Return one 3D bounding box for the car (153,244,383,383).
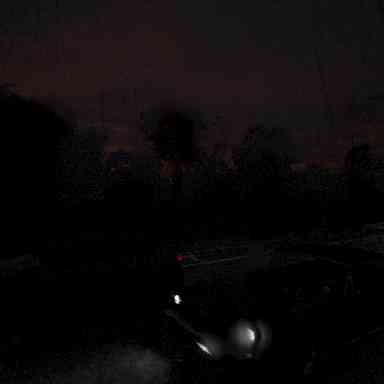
[{"bbox_3d":[1.955,1.612,5.367,4.718,1.301,1.895,0,0,-35],"label":"car"}]

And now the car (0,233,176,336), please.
[{"bbox_3d":[-2.204,1.569,6.703,4.181,1.385,1.994,0,0,-35],"label":"car"}]
